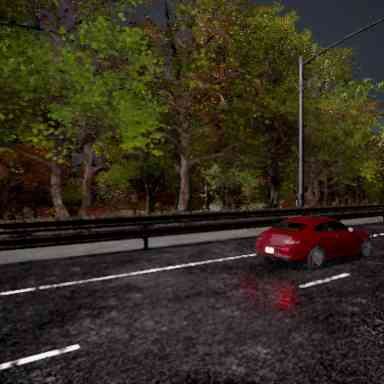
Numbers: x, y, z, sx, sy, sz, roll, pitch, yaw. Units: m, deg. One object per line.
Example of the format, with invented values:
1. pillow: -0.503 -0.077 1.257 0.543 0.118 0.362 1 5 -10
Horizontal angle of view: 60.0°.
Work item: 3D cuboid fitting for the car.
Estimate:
1. car: 4.125 1.525 11.043 4.674 1.442 1.812 0 0 -36
